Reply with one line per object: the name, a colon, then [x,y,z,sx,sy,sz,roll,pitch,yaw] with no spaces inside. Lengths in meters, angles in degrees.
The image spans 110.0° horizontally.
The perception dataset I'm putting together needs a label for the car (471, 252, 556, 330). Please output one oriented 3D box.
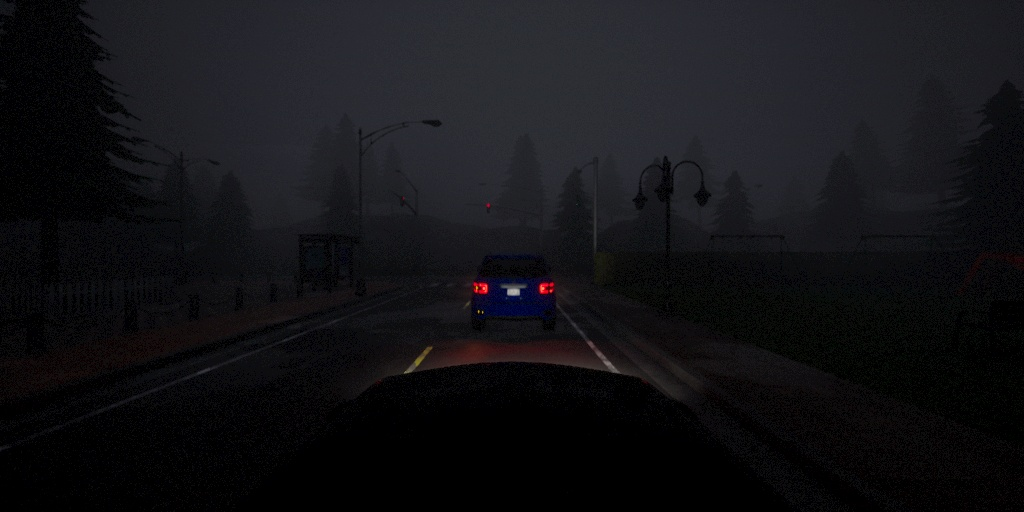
car: [0.057,0.906,10.988,2.150,2.045,5.566,0,0,0]
